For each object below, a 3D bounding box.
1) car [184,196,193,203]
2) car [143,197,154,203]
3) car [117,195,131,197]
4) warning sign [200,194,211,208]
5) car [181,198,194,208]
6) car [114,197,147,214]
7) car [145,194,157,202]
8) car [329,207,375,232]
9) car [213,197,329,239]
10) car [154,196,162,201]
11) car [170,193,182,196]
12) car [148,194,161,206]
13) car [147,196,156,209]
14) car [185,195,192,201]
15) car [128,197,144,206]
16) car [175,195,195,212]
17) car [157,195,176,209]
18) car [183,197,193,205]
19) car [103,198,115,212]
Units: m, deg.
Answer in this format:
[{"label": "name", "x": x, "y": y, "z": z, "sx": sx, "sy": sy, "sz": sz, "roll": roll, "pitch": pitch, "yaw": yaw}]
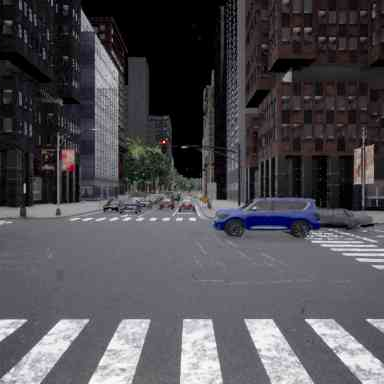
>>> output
[{"label": "car", "x": -0.780, "y": 1.613, "z": 71.738, "sx": 1.752, "sy": 1.417, "sz": 4.829, "roll": 0, "pitch": 0, "yaw": 0}, {"label": "car", "x": -9.304, "y": 1.669, "z": 71.527, "sx": 1.802, "sy": 1.307, "sz": 4.206, "roll": 0, "pitch": 0, "yaw": 0}, {"label": "car", "x": -9.144, "y": 1.335, "z": 44.397, "sx": 2.192, "sy": 1.841, "sz": 5.009, "roll": 0, "pitch": 0, "yaw": 0}, {"label": "warning sign", "x": 1.703, "y": 1.132, "z": 42.703, "sx": 1.300, "sy": 1.860, "sz": 1.060, "roll": 0, "pitch": 0, "yaw": 0}, {"label": "car", "x": -0.650, "y": 1.615, "z": 49.868, "sx": 1.802, "sy": 1.307, "sz": 4.206, "roll": 0, "pitch": 0, "yaw": 0}, {"label": "car", "x": -6.434, "y": 1.548, "z": 35.450, "sx": 2.033, "sy": 1.411, "sz": 5.357, "roll": 0, "pitch": 0, "yaw": -1}, {"label": "car", "x": -9.337, "y": 1.417, "z": 76.953, "sx": 2.192, "sy": 1.841, "sz": 5.009, "roll": 0, "pitch": 0, "yaw": 0}, {"label": "car", "x": 8.550, "y": 1.690, "z": 21.120, "sx": 5.357, "sy": 1.411, "sz": 2.033, "roll": 1, "pitch": 0, "yaw": 2}, {"label": "car", "x": 3.927, "y": 1.303, "z": 17.661, "sx": 5.566, "sy": 2.045, "sz": 2.150, "roll": 1, "pitch": 0, "yaw": 0}, {"label": "car", "x": -9.432, "y": 1.696, "z": 93.230, "sx": 1.887, "sy": 1.381, "sz": 4.507, "roll": 0, "pitch": 0, "yaw": 0}, {"label": "car", "x": -3.475, "y": 1.311, "z": 72.124, "sx": 2.150, "sy": 2.045, "sz": 5.566, "roll": 0, "pitch": 0, "yaw": 0}, {"label": "car", "x": -6.530, "y": 1.551, "z": 55.597, "sx": 1.837, "sy": 1.490, "sz": 4.892, "roll": 0, "pitch": 0, "yaw": 0}, {"label": "car", "x": -6.490, "y": 1.587, "z": 45.404, "sx": 1.994, "sy": 1.385, "sz": 4.181, "roll": 0, "pitch": 0, "yaw": -1}, {"label": "car", "x": -0.876, "y": 1.574, "z": 87.843, "sx": 1.967, "sy": 1.590, "sz": 4.097, "roll": 0, "pitch": 0, "yaw": 0}, {"label": "car", "x": -9.206, "y": 1.570, "z": 55.079, "sx": 1.752, "sy": 1.417, "sz": 4.829, "roll": 0, "pitch": 0, "yaw": 0}, {"label": "car", "x": -0.586, "y": 1.448, "z": 39.019, "sx": 1.967, "sy": 1.590, "sz": 4.097, "roll": 0, "pitch": 0, "yaw": 0}, {"label": "car", "x": -3.299, "y": 1.547, "z": 44.707, "sx": 1.812, "sy": 1.442, "sz": 4.674, "roll": 0, "pitch": 0, "yaw": 0}, {"label": "car", "x": -0.715, "y": 1.603, "z": 60.718, "sx": 1.887, "sy": 1.381, "sz": 4.507, "roll": 0, "pitch": 0, "yaw": 0}, {"label": "car", "x": -9.111, "y": 1.574, "z": 38.971, "sx": 1.947, "sy": 1.339, "sz": 4.313, "roll": 0, "pitch": 0, "yaw": 0}]
